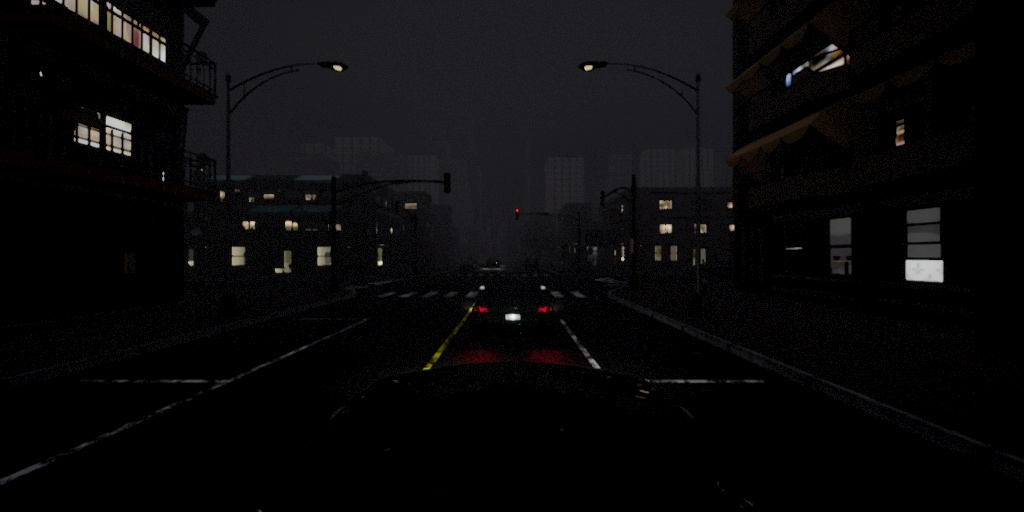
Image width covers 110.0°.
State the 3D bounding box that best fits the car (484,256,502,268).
[{"bbox_3d":[-3.016,0.957,54.463,2.097,1.767,4.553,0,0,0],"label":"car"}]

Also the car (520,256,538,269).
[{"bbox_3d":[2.754,0.924,52.175,2.192,1.841,5.009,0,0,0],"label":"car"}]

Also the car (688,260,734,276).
[{"bbox_3d":[17.533,1.016,30.961,4.313,1.339,1.948,0,0,0],"label":"car"}]

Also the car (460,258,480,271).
[{"bbox_3d":[-5.721,1.167,46.664,1.888,1.381,4.507,0,0,0],"label":"car"}]

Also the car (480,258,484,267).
[{"bbox_3d":[-5.626,1.176,52.185,1.948,1.339,4.313,0,0,0],"label":"car"}]

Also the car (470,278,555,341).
[{"bbox_3d":[0.019,1.288,9.782,1.994,1.385,4.181,0,0,0],"label":"car"}]
